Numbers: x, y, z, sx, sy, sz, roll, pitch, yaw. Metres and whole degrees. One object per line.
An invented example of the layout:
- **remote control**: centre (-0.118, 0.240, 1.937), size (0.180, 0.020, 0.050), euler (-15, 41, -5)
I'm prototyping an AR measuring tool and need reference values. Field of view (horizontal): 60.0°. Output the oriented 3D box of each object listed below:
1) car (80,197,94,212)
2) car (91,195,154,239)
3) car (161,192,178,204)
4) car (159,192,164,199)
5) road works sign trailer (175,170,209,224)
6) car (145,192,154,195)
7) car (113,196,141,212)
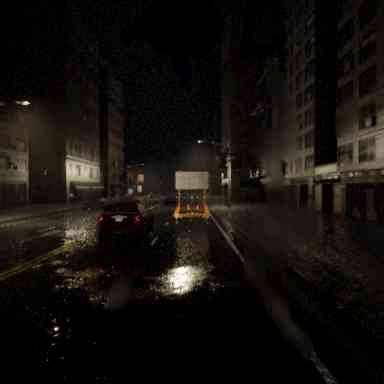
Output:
- **car**: centre (-9.843, 1.247, 34.435), size (2.033, 1.411, 5.357), euler (0, 1, 0)
- **car**: centre (-3.150, 1.208, 16.462), size (2.097, 1.767, 4.553), euler (0, 0, 0)
- **car**: centre (-3.151, 1.121, 50.888), size (1.994, 1.385, 4.181), euler (0, 0, 0)
- **car**: centre (-6.503, 0.705, 75.763), size (1.882, 1.535, 5.008), euler (0, 0, 0)
- **road works sign trailer**: centre (-0.001, 0.263, 22.991), size (2.380, 3.560, 2.880), euler (0, 1, 0)
- **car**: centre (-9.753, 0.728, 75.763), size (1.837, 1.490, 4.892), euler (0, 0, 0)
- **car**: centre (-6.591, 1.178, 34.440), size (1.882, 1.535, 5.008), euler (0, 0, 0)
